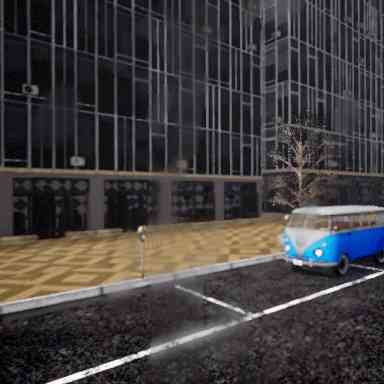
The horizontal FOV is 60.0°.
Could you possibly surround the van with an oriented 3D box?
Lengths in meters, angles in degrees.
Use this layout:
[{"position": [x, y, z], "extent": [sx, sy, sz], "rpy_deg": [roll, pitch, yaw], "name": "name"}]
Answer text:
[{"position": [4.468, 1.327, 10.070], "extent": [3.998, 1.788, 1.690], "rpy_deg": [0, 0, -37], "name": "van"}]
